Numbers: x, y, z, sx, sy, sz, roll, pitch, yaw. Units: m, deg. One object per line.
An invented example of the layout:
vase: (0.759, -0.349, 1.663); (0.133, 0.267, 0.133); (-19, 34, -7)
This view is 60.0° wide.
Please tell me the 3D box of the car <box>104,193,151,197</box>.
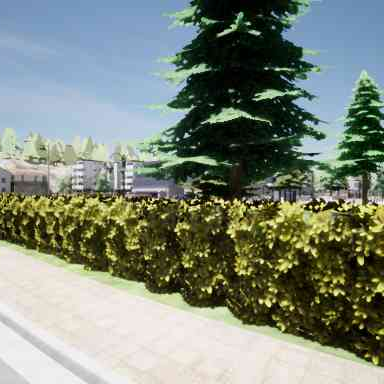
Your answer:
car: (-6.295, 1.221, 32.938); (2.150, 2.045, 5.566); (0, 0, 44)

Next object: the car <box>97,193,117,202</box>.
car: (-18.225, 1.077, 71.441); (1.905, 1.878, 3.866); (0, 0, 44)

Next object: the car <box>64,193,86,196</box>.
car: (-27.331, 1.153, 80.428); (2.152, 1.636, 5.027); (0, 0, 44)

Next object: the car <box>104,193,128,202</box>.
car: (-15.867, 1.097, 69.694); (1.932, 1.855, 4.605); (0, 0, 44)

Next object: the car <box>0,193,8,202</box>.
car: (-41.776, 1.097, 70.259); (1.932, 1.855, 4.605); (0, 0, 44)
